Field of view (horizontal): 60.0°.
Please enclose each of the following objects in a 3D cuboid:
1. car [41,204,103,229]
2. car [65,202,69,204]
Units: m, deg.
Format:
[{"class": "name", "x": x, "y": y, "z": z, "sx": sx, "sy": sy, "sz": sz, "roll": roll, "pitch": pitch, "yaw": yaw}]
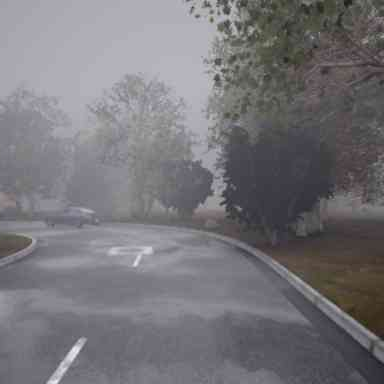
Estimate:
[{"class": "car", "x": -8.543, "y": 1.815, "z": 24.076, "sx": 4.674, "sy": 1.442, "sz": 1.812, "roll": -1, "pitch": -1, "yaw": 30}, {"class": "car", "x": -32.358, "y": 3.320, "z": 85.198, "sx": 2.033, "sy": 1.411, "sz": 5.357, "roll": 1, "pitch": -2, "yaw": -39}]
